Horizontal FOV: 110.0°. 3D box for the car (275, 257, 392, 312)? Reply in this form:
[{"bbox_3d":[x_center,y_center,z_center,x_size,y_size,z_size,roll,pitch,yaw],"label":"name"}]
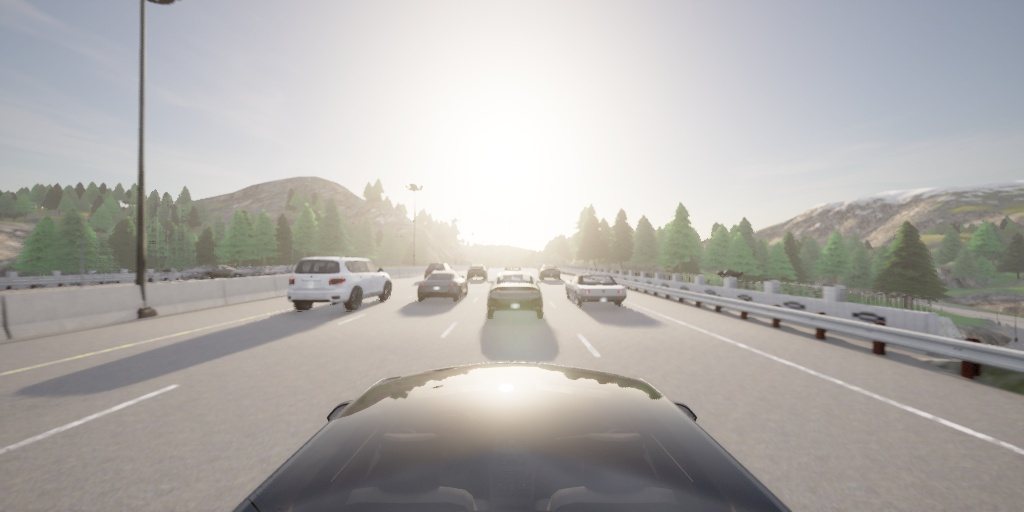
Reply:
[{"bbox_3d":[-6.893,1.070,15.017,2.150,2.045,5.566,0,0,0],"label":"car"}]

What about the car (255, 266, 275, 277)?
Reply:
[{"bbox_3d":[-21.096,1.580,33.300,1.812,1.442,4.674,0,-1,0],"label":"car"}]

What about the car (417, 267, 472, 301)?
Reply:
[{"bbox_3d":[-3.402,1.437,18.192,1.994,1.385,4.181,0,0,0],"label":"car"}]

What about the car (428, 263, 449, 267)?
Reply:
[{"bbox_3d":[-6.904,1.427,34.475,2.097,1.767,4.553,0,-1,0],"label":"car"}]

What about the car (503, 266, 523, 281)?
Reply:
[{"bbox_3d":[0.097,1.687,35.074,1.895,1.301,4.718,0,-1,0],"label":"car"}]

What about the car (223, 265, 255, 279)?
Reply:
[{"bbox_3d":[-24.594,1.633,34.148,1.994,1.385,4.181,0,-1,0],"label":"car"}]

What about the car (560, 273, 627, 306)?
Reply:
[{"bbox_3d":[3.599,1.460,16.324,1.895,1.301,4.718,0,0,0],"label":"car"}]

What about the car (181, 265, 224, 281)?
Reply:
[{"bbox_3d":[-28.094,1.549,33.427,2.128,1.511,4.902,0,-1,0],"label":"car"}]

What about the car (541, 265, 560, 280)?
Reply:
[{"bbox_3d":[3.596,1.576,34.967,2.128,1.511,4.902,0,-1,0],"label":"car"}]

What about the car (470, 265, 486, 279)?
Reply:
[{"bbox_3d":[-3.404,1.607,35.936,1.837,1.490,4.892,0,-1,0],"label":"car"}]

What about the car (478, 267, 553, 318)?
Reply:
[{"bbox_3d":[0.100,1.327,13.317,2.128,1.511,4.902,0,0,0],"label":"car"}]
